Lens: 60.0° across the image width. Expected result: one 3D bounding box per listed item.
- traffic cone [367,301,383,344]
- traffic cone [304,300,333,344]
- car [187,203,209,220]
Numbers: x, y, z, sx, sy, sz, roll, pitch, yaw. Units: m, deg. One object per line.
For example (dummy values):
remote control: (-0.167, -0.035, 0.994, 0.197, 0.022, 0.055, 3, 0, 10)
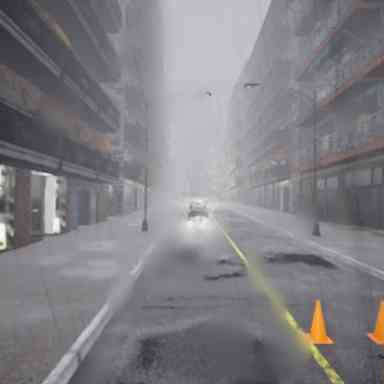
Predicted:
traffic cone: (2.956, 1.988, 5.152, 0.340, 0.580, 0.340, 0, 0, 0)
traffic cone: (1.956, 1.982, 5.157, 0.340, 0.580, 0.340, 0, 0, 0)
car: (0.531, 1.692, 29.539, 1.895, 1.301, 4.718, 0, 0, 0)
